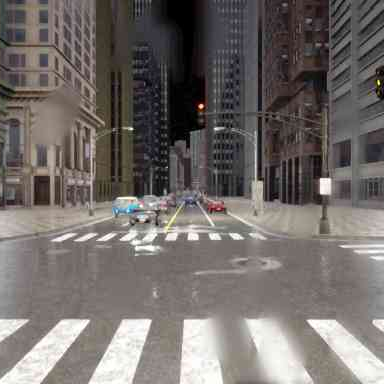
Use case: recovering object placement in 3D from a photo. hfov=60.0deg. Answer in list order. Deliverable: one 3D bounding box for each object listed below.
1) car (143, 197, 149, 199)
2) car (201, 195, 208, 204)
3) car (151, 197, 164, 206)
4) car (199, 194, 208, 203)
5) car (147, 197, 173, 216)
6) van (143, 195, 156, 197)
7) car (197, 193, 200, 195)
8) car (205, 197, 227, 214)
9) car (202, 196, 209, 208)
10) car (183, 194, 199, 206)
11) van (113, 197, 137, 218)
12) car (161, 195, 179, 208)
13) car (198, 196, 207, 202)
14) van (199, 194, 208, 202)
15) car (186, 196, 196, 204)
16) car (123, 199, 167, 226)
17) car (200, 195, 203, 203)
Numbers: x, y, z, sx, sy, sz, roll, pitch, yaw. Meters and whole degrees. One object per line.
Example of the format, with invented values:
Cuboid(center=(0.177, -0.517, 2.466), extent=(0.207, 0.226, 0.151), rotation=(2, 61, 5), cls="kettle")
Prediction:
Cuboid(center=(-5.893, 1.553, 35.428), extent=(1.887, 1.381, 4.507), rotation=(0, 0, 0), cls="car")
Cuboid(center=(2.618, 1.561, 46.492), extent=(1.887, 1.381, 4.507), rotation=(0, 0, 0), cls="car")
Cuboid(center=(-5.972, 1.606, 57.527), extent=(1.802, 1.307, 4.206), rotation=(0, 0, 0), cls="car")
Cuboid(center=(2.553, 1.573, 63.068), extent=(1.887, 1.381, 4.507), rotation=(0, 0, 0), cls="car")
Cuboid(center=(-3.204, 1.534, 33.476), extent=(1.812, 1.442, 4.674), rotation=(0, 0, 0), cls="car")
Cuboid(center=(-5.934, 1.357, 46.477), extent=(1.690, 1.788, 3.998), rotation=(0, 0, 0), cls="van")
Cuboid(center=(2.530, 1.347, 68.594), extent=(2.192, 1.841, 5.009), rotation=(0, 0, 0), cls="car")
Cuboid(center=(2.662, 1.553, 35.441), extent=(1.887, 1.381, 4.507), rotation=(0, 0, 0), cls="car")
Cuboid(center=(2.640, 1.557, 40.966), extent=(1.887, 1.381, 4.507), rotation=(0, 0, 0), cls="car")
Cuboid(center=(-0.187, 1.500, 54.726), extent=(1.882, 1.535, 5.008), rotation=(0, 0, 0), cls="car")
Cuboid(center=(-5.874, 1.347, 29.903), extent=(1.690, 1.788, 3.998), rotation=(0, 0, 0), cls="van")
Cuboid(center=(-3.243, 1.581, 47.622), extent=(1.994, 1.385, 4.181), rotation=(0, 0, 0), cls="car")
Cuboid(center=(2.487, 1.592, 79.644), extent=(2.008, 1.369, 4.403), rotation=(0, 0, 0), cls="car")
Cuboid(center=(2.508, 1.378, 74.119), extent=(1.690, 1.788, 3.998), rotation=(0, 0, 0), cls="van")
Cuboid(center=(-0.226, 1.594, 65.145), extent=(1.994, 1.385, 4.181), rotation=(0, 0, 0), cls="car")
Cuboid(center=(-3.151, 1.495, 23.322), extent=(2.128, 1.511, 4.902), rotation=(0, 0, -1), cls="car")
Cuboid(center=(2.595, 1.545, 52.187), extent=(1.752, 1.417, 4.829), rotation=(0, 0, 0), cls="car")
